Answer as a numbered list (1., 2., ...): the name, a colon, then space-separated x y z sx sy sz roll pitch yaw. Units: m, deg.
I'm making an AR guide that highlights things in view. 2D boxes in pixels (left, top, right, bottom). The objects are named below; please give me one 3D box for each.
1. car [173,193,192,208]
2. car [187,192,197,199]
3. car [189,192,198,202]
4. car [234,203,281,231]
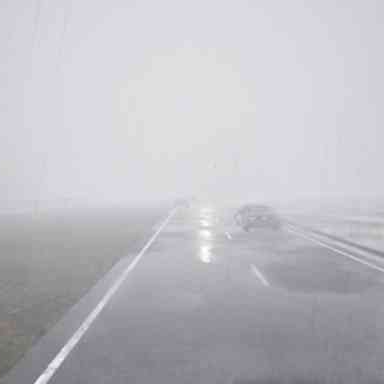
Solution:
1. car: -1.229 1.138 40.817 1.812 1.442 4.674 0 0 0
2. car: -0.008 0.726 75.721 2.128 1.511 4.902 0 1 0
3. car: -0.006 1.081 58.041 1.895 1.301 4.718 0 0 0
4. car: 3.599 1.358 18.945 2.033 1.411 5.357 0 1 0
